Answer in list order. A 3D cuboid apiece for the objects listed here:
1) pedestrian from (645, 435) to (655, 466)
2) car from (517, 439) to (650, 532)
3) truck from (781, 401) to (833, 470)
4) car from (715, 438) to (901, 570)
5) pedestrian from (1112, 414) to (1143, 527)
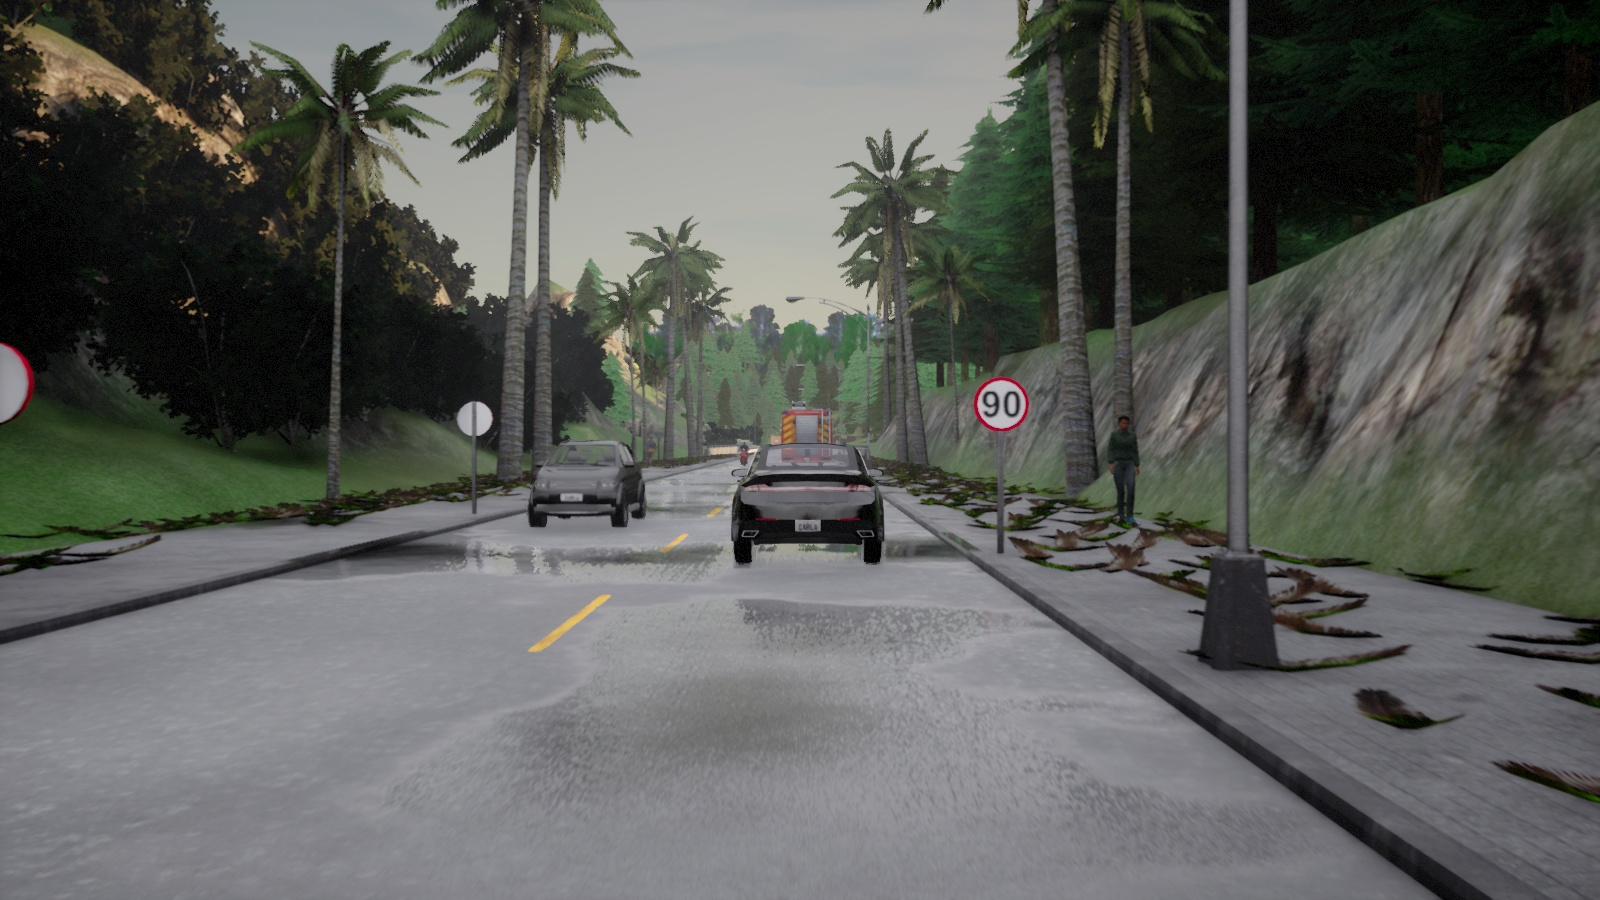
[{"bbox_3d":[-8.756,0.031,73.361,0.540,1.848,0.694,0,0,-1],"label":"pedestrian"},{"bbox_3d":[-3.867,0.588,23.023,1.789,1.549,3.705,0,1,0],"label":"car"},{"bbox_3d":[0.387,-0.836,74.249,2.891,3.827,8.468,0,0,0],"label":"truck"},{"bbox_3d":[0.102,0.608,16.866,2.128,1.511,4.902,0,0,0],"label":"car"},{"bbox_3d":[5.428,0.335,20.853,0.353,1.847,0.614,0,0,1],"label":"pedestrian"}]
